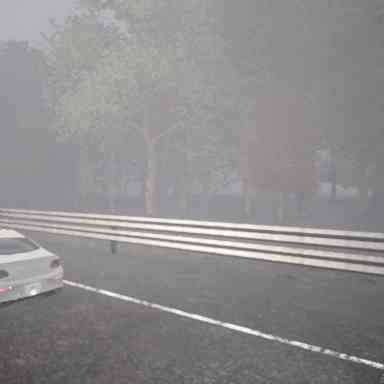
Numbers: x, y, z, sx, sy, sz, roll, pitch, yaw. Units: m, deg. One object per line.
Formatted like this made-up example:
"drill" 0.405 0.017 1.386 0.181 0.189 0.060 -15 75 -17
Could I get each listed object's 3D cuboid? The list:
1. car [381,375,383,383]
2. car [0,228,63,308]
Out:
"car" 3.567 1.511 1.440 4.892 1.490 1.837 0 0 36
"car" -4.663 1.501 7.177 4.674 1.442 1.812 0 0 35
